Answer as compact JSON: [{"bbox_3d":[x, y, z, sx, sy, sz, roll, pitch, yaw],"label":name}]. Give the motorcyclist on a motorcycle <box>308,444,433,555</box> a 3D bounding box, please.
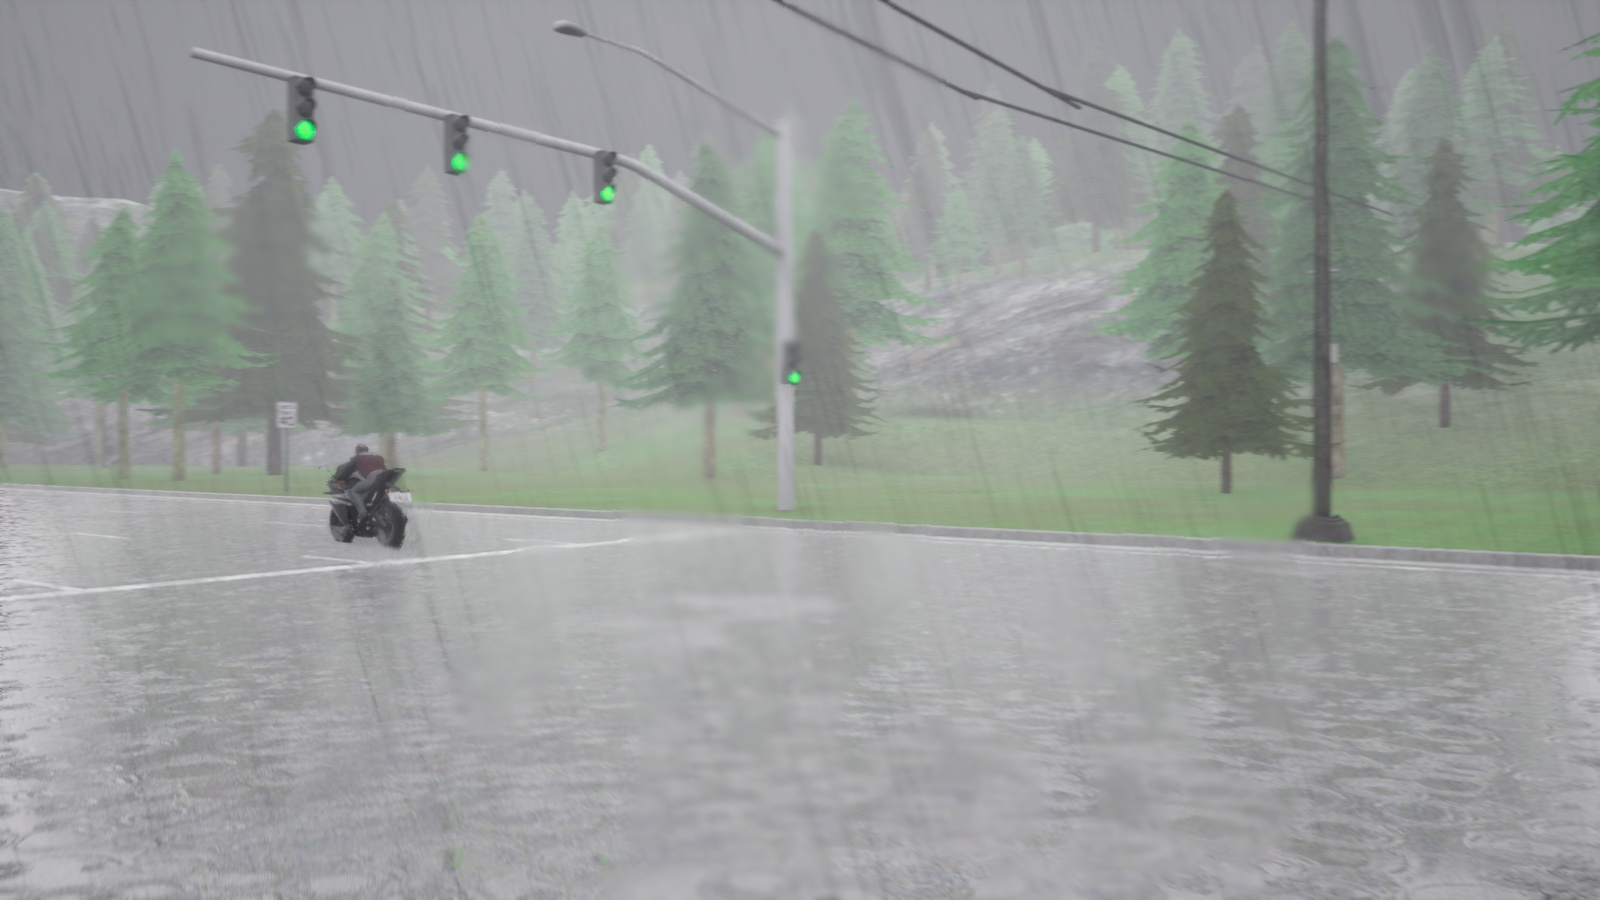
[{"bbox_3d":[-6.385,0.687,18.597,0.866,1.530,2.191,-1,1,-45],"label":"motorcyclist on a motorcycle"}]
